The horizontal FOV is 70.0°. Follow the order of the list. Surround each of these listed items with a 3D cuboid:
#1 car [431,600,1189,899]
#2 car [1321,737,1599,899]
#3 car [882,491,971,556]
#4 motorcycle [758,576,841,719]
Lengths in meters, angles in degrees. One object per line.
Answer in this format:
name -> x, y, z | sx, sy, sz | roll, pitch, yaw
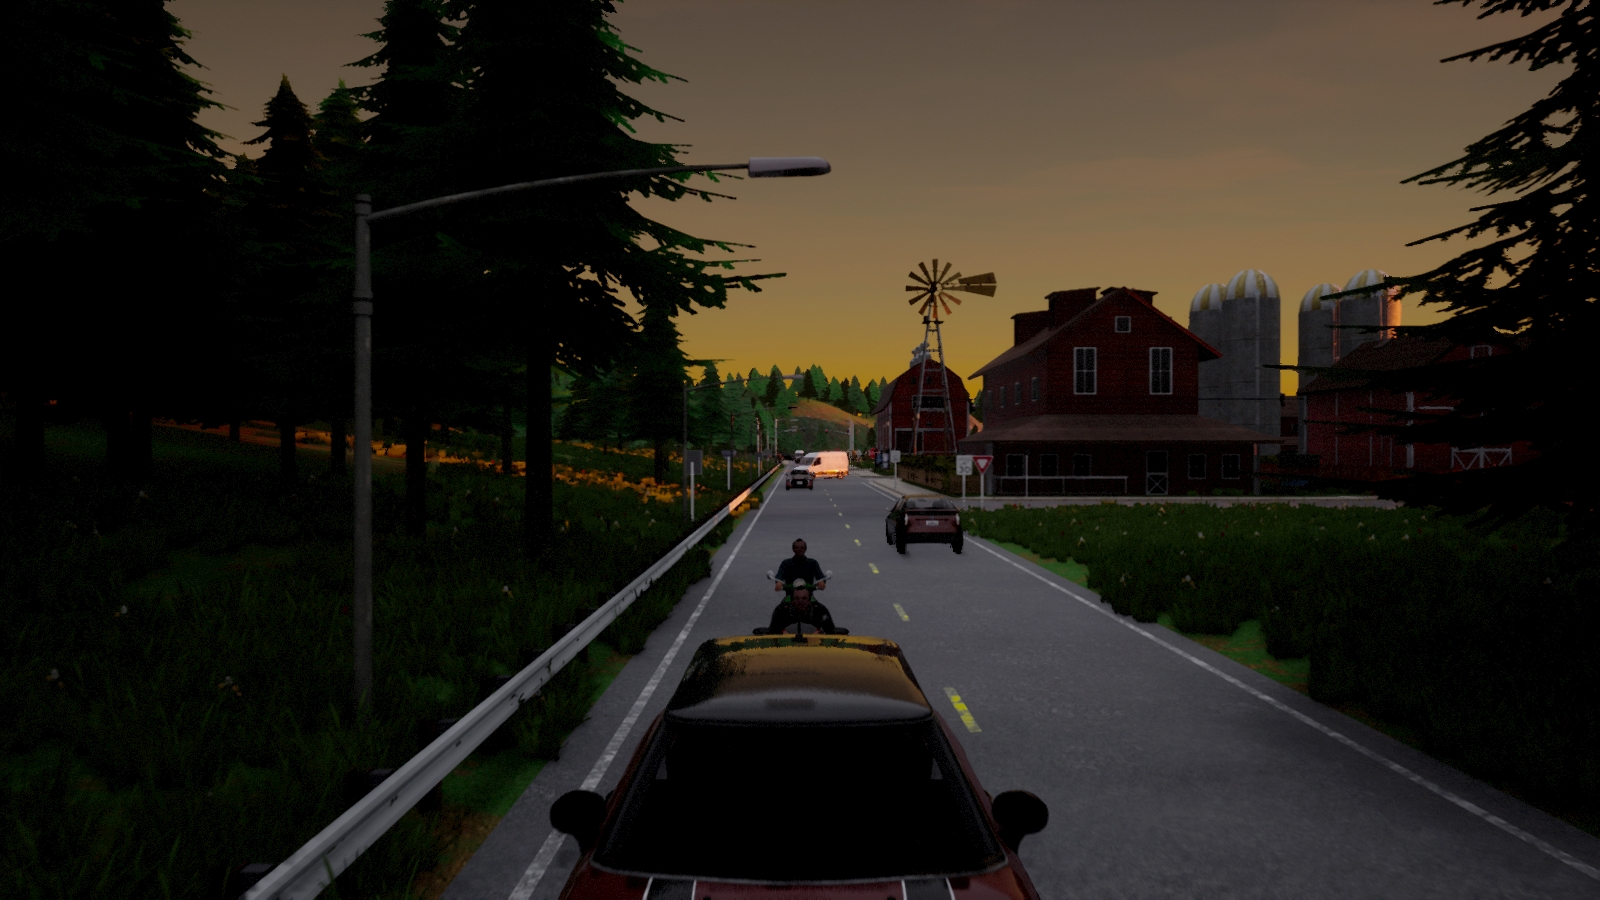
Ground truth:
car -> 0.027, 1.900, 5.440 | 2.097, 1.767, 4.553 | 0, 0, 0
car -> 3.474, 2.059, 2.829 | 2.163, 1.488, 4.792 | 0, 0, 0
car -> 3.482, 2.014, 32.280 | 2.007, 1.525, 4.514 | 0, 0, 0
motorcycle -> -0.007, 2.194, 13.064 | 0.867, 1.251, 2.209 | 0, 0, 0
